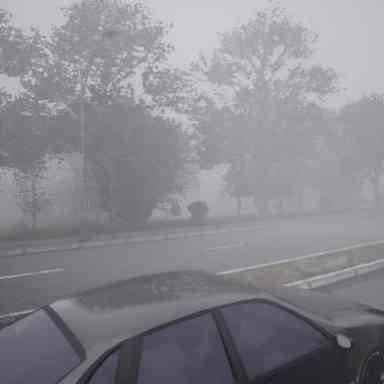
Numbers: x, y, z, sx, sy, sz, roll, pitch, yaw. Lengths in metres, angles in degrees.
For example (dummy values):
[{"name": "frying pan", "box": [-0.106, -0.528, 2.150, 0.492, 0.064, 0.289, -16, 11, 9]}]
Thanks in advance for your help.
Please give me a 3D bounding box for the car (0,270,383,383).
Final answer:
[{"name": "car", "box": [-0.023, 1.538, 3.114, 5.357, 1.411, 2.033, -1, 0, -35]}]
